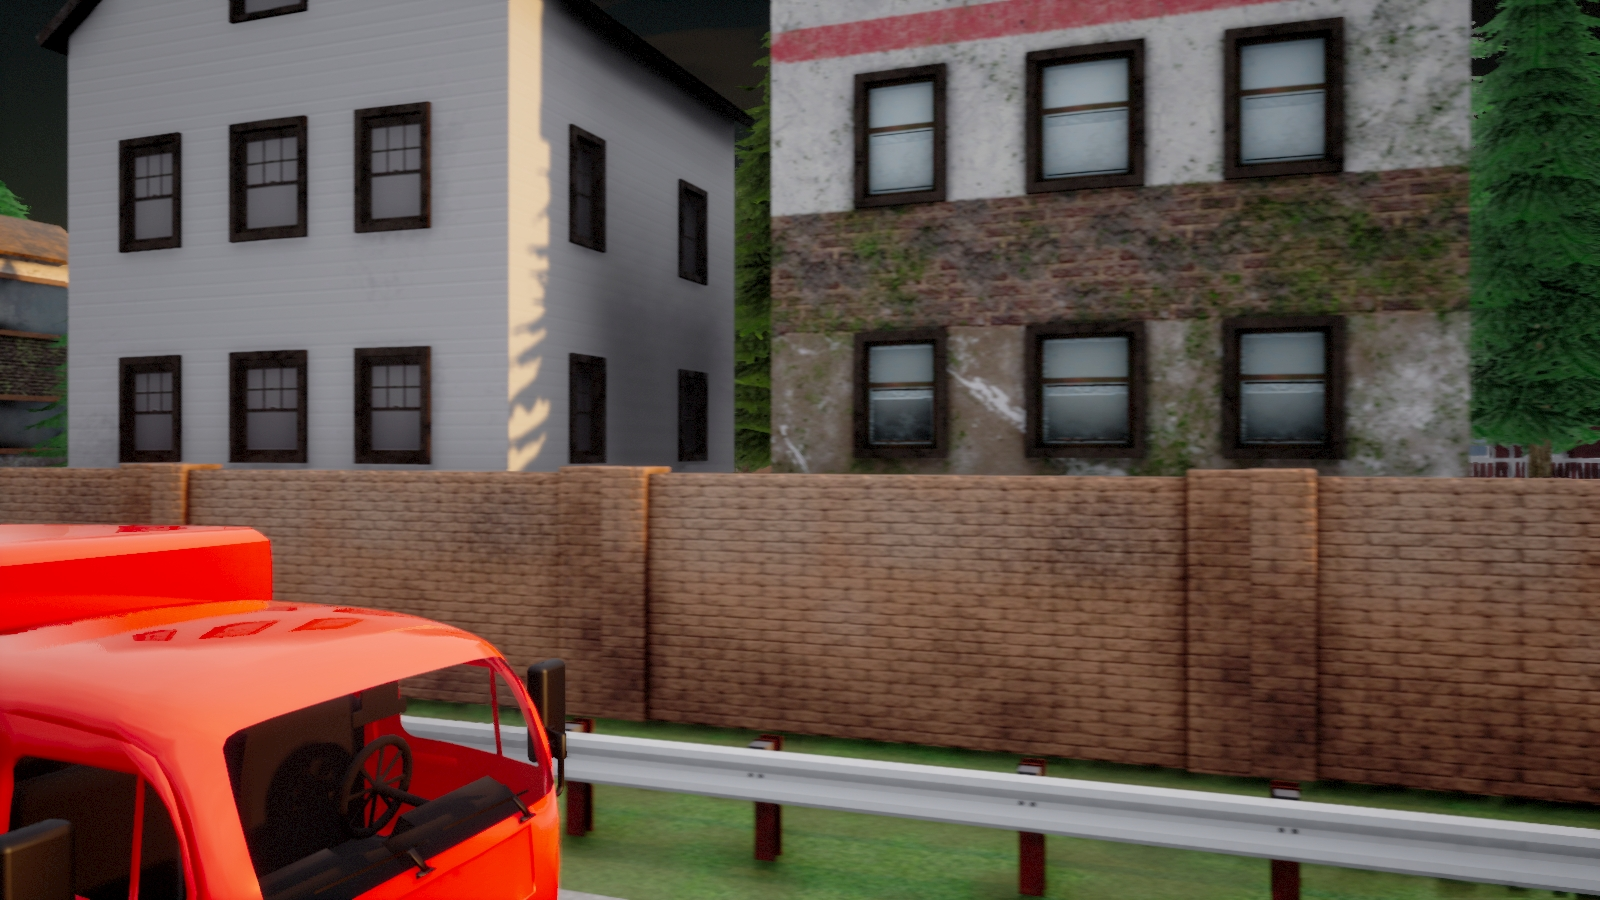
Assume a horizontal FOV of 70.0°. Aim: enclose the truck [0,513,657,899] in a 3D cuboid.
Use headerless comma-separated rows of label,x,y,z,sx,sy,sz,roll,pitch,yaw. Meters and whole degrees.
truck,-3.511,1.571,4.559,5.204,2.467,2.627,0,0,20
